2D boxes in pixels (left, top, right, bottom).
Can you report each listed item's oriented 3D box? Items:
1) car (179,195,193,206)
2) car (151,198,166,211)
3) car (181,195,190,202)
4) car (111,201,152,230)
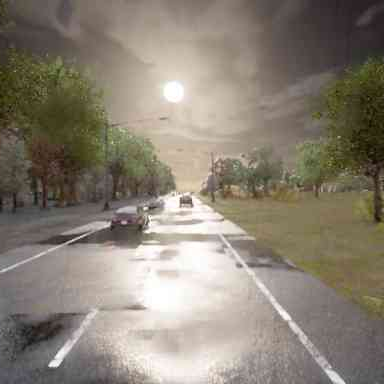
[{"bbox_3d":[-0.931,1.222,52.751,2.097,1.767,4.553,0,0,-1],"label":"car"},{"bbox_3d":[-4.174,1.473,40.064,2.033,1.411,5.357,0,0,-1],"label":"car"},{"bbox_3d":[-1.442,1.363,73.189,2.033,1.411,5.357,0,0,-1],"label":"car"},{"bbox_3d":[-3.781,1.499,20.617,1.812,1.442,4.674,0,0,-1],"label":"car"}]
